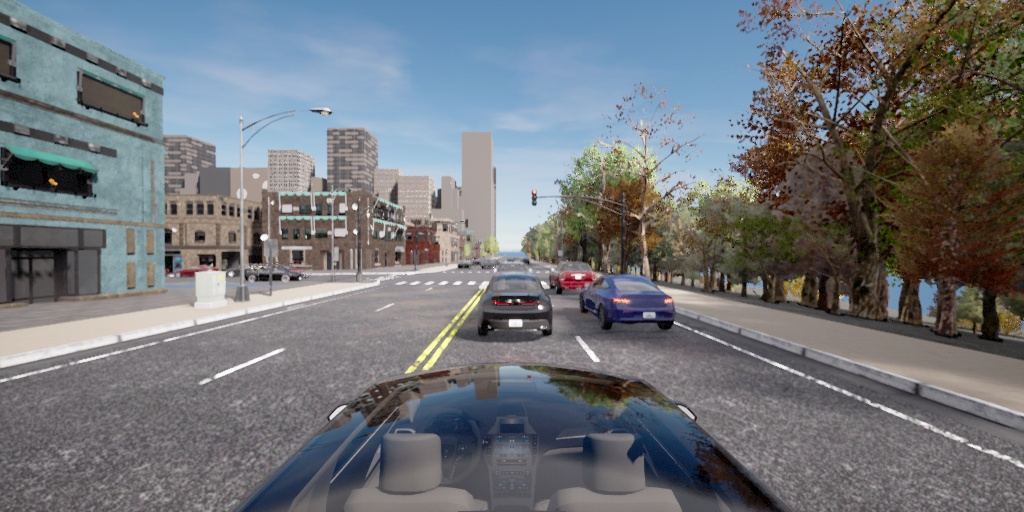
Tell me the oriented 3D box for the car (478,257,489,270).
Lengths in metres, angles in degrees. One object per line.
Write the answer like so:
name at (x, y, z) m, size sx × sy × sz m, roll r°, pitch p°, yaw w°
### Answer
car at (-3.502, 1.204, 52.399) m, size 1.837 × 1.490 × 4.892 m, roll 0°, pitch 0°, yaw 0°

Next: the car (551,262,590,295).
car at (3.294, 1.085, 19.975) m, size 2.097 × 1.767 × 4.553 m, roll 0°, pitch 0°, yaw 0°

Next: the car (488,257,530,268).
car at (0.044, 1.086, 19.298) m, size 2.097 × 1.767 × 4.553 m, roll 0°, pitch 0°, yaw 0°

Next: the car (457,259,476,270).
car at (-6.752, 1.301, 51.904) m, size 1.895 × 1.301 × 4.718 m, roll 0°, pitch 0°, yaw 0°

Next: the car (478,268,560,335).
car at (0.073, 1.247, 10.388) m, size 1.837 × 1.490 × 4.892 m, roll 0°, pitch 0°, yaw 0°

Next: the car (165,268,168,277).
car at (-39.470, 1.686, 38.713) m, size 4.207 × 1.307 × 1.802 m, roll 0°, pitch 0°, yaw 0°

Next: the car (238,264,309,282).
car at (-20.039, 1.541, 30.251) m, size 4.313 × 1.339 × 1.948 m, roll 0°, pitch 0°, yaw 0°

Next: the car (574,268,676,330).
car at (3.322, 1.267, 10.988) m, size 1.812 × 1.442 × 4.674 m, roll 0°, pitch 0°, yaw 0°

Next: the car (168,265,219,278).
car at (-33.936, 1.624, 38.724) m, size 4.207 × 1.307 × 1.802 m, roll 0°, pitch 0°, yaw 0°

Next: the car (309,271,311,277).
car at (-21.060, 1.483, 32.954) m, size 4.674 × 1.442 × 1.812 m, roll -1°, pitch 1°, yaw 0°

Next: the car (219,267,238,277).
car at (-28.400, 1.530, 38.735) m, size 4.403 × 1.370 × 2.007 m, roll 0°, pitch 0°, yaw 0°
